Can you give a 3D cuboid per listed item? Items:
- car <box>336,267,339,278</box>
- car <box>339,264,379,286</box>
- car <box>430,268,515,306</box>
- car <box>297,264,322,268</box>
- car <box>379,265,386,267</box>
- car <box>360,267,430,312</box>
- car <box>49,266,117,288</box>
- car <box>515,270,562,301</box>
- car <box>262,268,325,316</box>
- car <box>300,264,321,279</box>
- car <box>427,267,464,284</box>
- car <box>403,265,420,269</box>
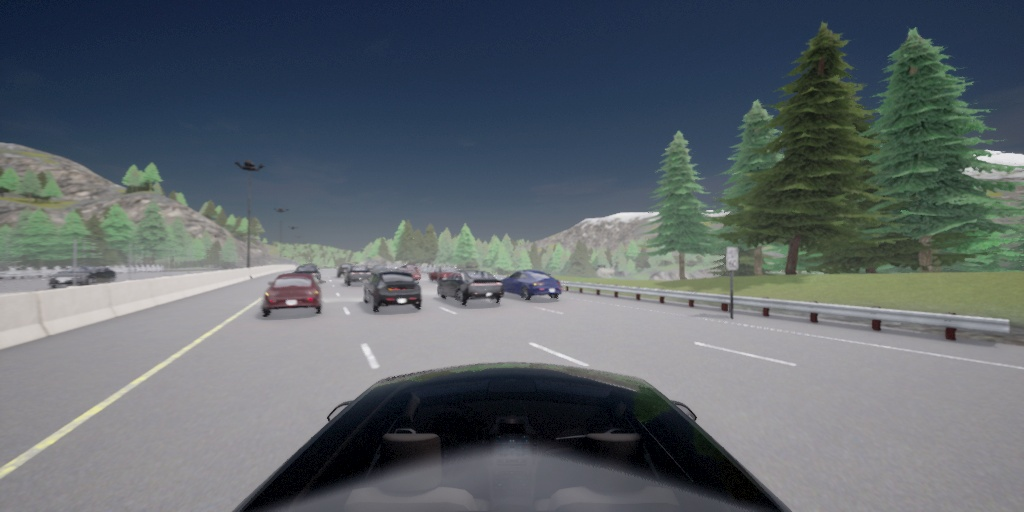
[{"bbox_3d":[-18.683,1.615,40.540,1.882,1.535,5.008,0,0,-28],"label":"car"},{"bbox_3d":[-12.248,1.512,28.550,2.128,1.511,4.902,0,-1,-28],"label":"car"},{"bbox_3d":[-2.084,1.406,16.979,2.128,1.511,4.902,0,-1,-28],"label":"car"},{"bbox_3d":[-15.335,1.487,26.900,2.128,1.511,4.902,0,-1,-28],"label":"car"},{"bbox_3d":[-15.584,1.726,42.171,1.994,1.385,4.181,0,-1,-28],"label":"car"},{"bbox_3d":[-5.172,1.397,15.334,1.837,1.490,4.892,0,0,-28],"label":"car"},{"bbox_3d":[-30.656,1.441,25.783,2.128,1.511,4.902,0,-1,-28],"label":"car"},{"bbox_3d":[0.819,1.464,18.980,1.812,1.442,4.674,0,0,-28],"label":"car"},{"bbox_3d":[-8.436,1.393,14.023,1.812,1.442,4.674,0,0,-28],"label":"car"},{"bbox_3d":[-21.737,1.618,38.827,1.837,1.490,4.892,0,0,-28],"label":"car"},{"bbox_3d":[-5.958,1.667,31.624,1.895,1.301,4.718,0,-1,-28],"label":"car"},{"bbox_3d":[-9.045,1.643,29.974,1.895,1.301,4.718,0,-1,-28],"label":"car"}]
